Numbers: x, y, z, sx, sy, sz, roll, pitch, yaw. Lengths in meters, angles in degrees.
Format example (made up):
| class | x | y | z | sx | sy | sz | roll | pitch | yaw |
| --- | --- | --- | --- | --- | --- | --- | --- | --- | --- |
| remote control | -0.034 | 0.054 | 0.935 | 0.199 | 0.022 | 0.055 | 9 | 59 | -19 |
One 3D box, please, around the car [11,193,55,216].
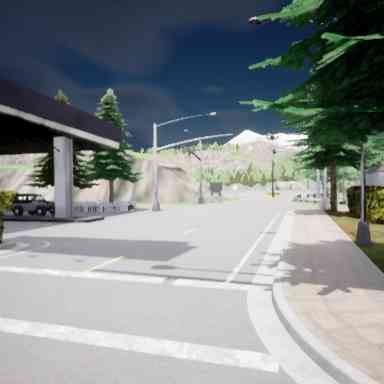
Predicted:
| class | x | y | z | sx | sy | sz | roll | pitch | yaw |
| --- | --- | --- | --- | --- | --- | --- | --- | --- | --- |
| car | -13.123 | 1.064 | 27.819 | 3.866 | 1.878 | 1.905 | -1 | 1 | 18 |
